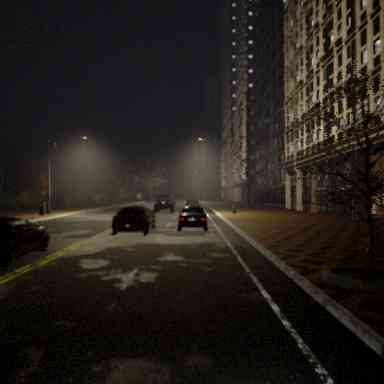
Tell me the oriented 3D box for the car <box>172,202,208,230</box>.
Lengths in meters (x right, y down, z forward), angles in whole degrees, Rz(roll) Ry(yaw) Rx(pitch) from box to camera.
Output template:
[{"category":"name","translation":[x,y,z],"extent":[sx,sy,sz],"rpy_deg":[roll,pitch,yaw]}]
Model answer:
[{"category":"car","translation":[0.048,1.597,21.246],"extent":[2.033,1.411,5.357],"rpy_deg":[0,0,0]}]

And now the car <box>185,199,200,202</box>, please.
[{"category":"car","translation":[0.078,1.612,42.601],"extent":[1.882,1.535,5.008],"rpy_deg":[0,0,0]}]

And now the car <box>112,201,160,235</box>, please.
[{"category":"car","translation":[-3.216,1.520,19.128],"extent":[1.882,1.535,5.008],"rpy_deg":[0,0,1]}]

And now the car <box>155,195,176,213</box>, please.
[{"category":"car","translation":[-3.175,1.343,39.558],"extent":[2.150,2.045,5.566],"rpy_deg":[0,0,0]}]

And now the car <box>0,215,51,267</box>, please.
[{"category":"car","translation":[-6.505,1.583,11.294],"extent":[1.994,1.385,4.181],"rpy_deg":[0,0,0]}]
